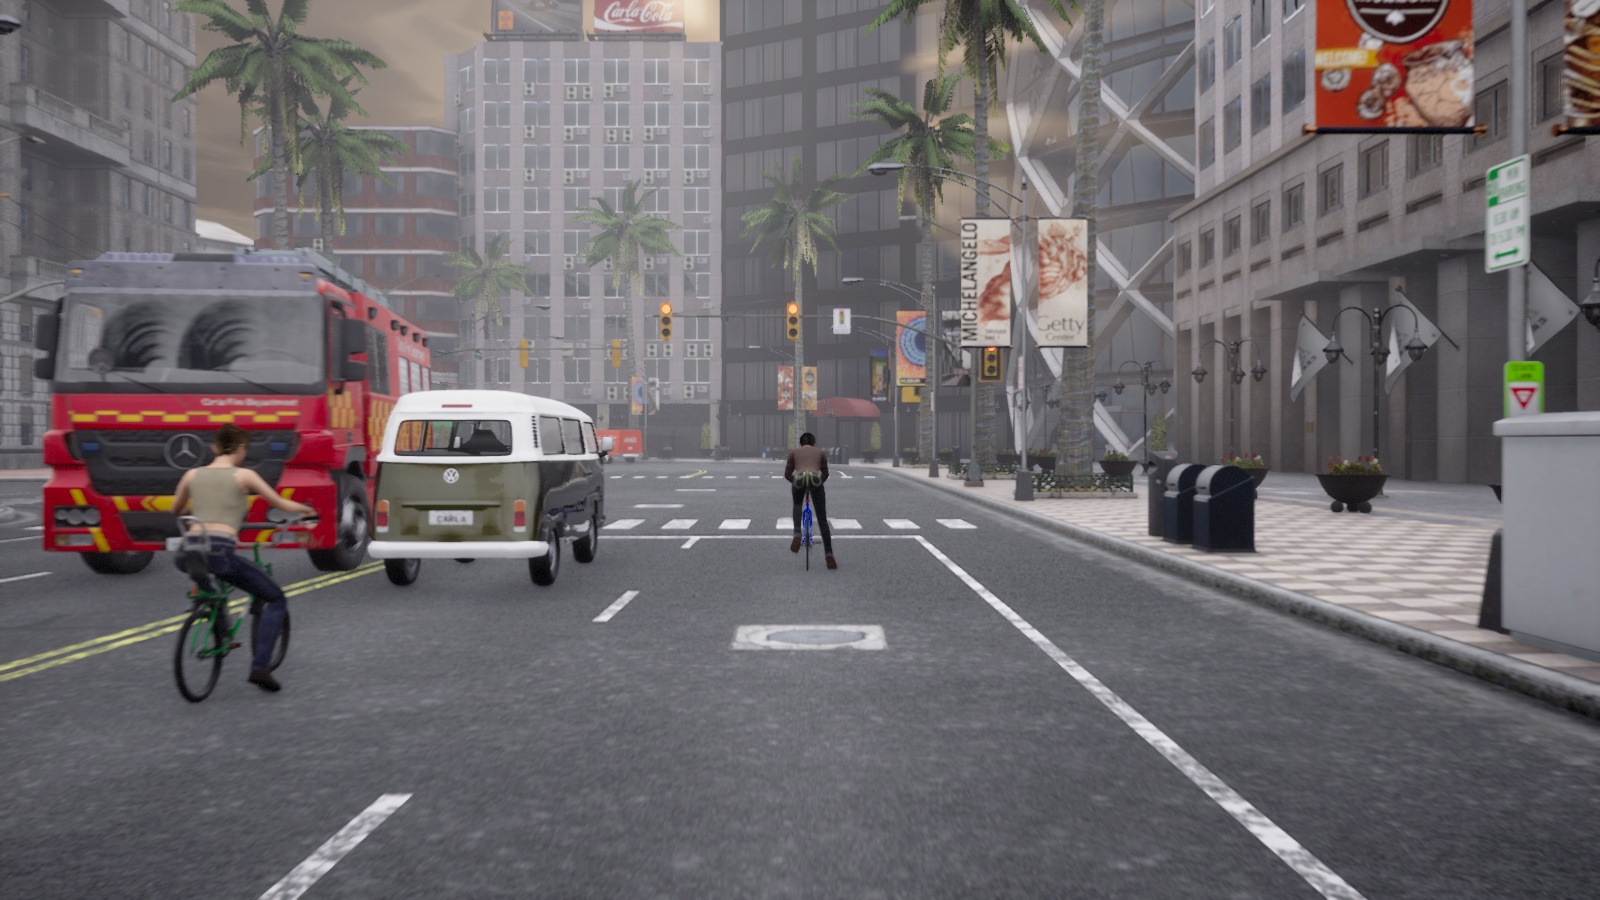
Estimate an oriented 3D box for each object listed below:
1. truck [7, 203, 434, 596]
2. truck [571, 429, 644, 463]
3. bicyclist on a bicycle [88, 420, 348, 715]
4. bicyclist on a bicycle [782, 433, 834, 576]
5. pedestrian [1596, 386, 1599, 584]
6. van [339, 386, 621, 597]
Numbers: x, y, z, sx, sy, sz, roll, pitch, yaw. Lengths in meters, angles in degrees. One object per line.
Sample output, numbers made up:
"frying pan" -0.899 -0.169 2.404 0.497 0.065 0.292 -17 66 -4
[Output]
"truck" -6.931 -0.517 16.639 2.891 3.827 8.468 0 0 -9
"truck" -14.369 -0.278 93.419 5.204 2.467 2.627 0 0 41
"bicyclist on a bicycle" -3.450 0.637 7.615 0.866 1.612 1.509 0 0 1
"bicyclist on a bicycle" 0.090 0.615 15.009 0.582 1.620 1.656 0 0 0
"pedestrian" 8.022 0.342 11.963 0.402 1.930 0.666 0 0 -6
"van" -3.407 0.386 14.347 2.069 2.038 4.480 0 0 0
